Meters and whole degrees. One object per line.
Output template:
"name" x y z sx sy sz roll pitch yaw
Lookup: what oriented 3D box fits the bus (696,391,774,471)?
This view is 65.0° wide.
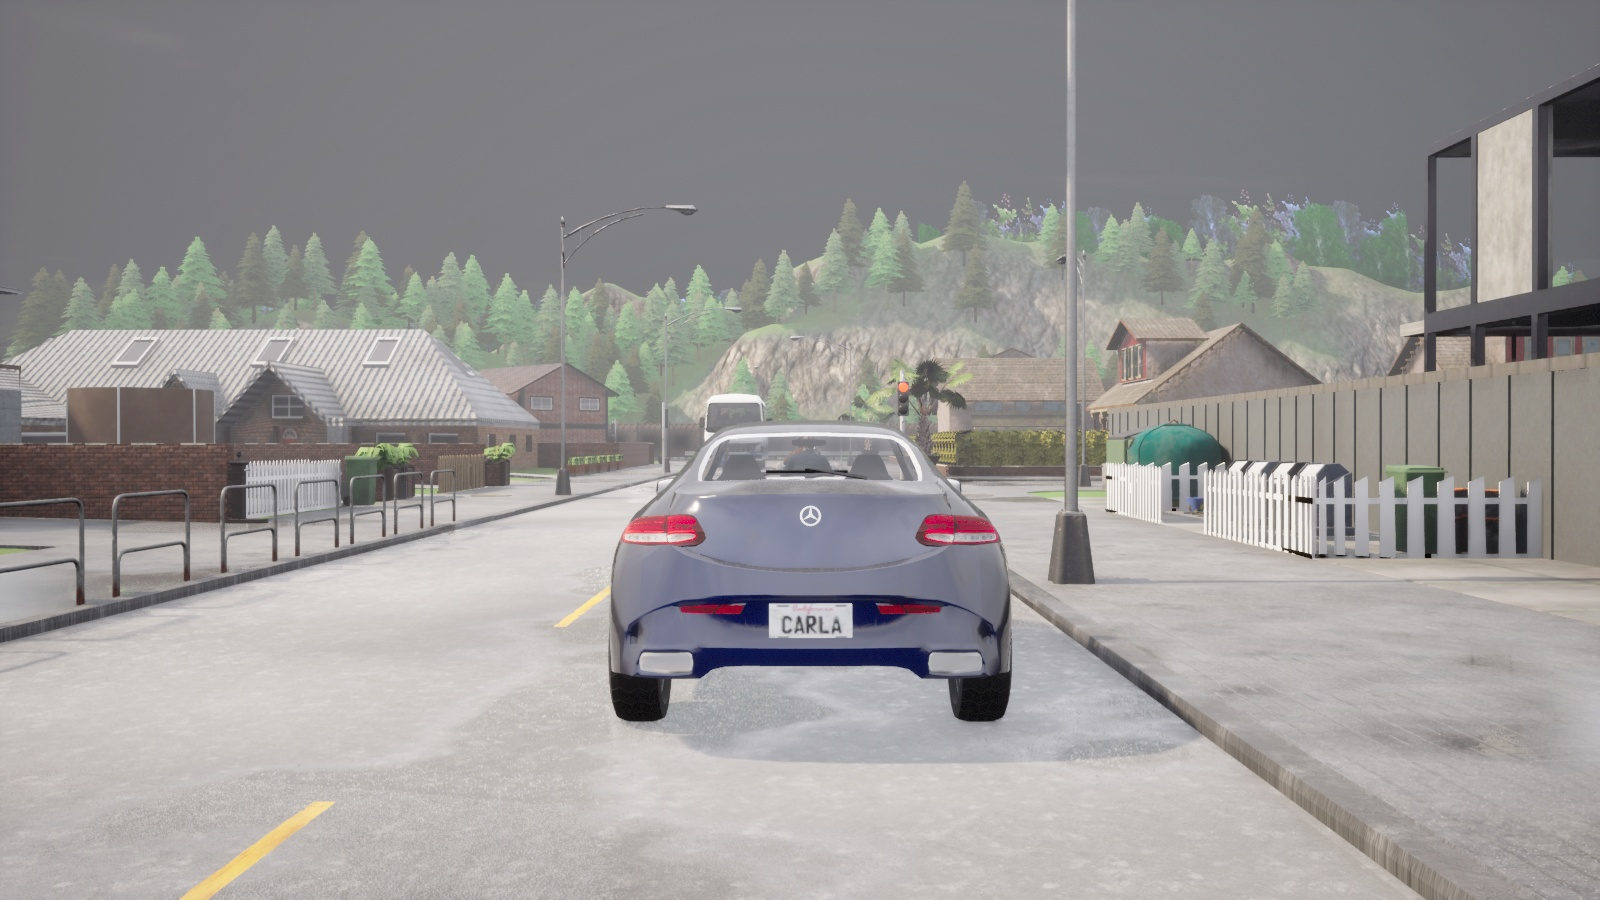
"bus" -3.585 -1.041 72.234 3.944 4.253 10.273 0 0 0

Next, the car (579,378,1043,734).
"car" 0.061 0.478 8.349 2.152 1.651 5.027 0 0 0
